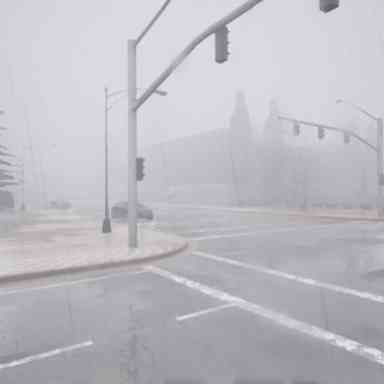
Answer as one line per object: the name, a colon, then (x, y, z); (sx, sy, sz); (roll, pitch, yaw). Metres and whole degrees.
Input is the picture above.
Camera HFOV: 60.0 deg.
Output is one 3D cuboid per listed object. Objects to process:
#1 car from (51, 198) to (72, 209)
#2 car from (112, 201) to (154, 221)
car: (-17.314, 1.476, 43.829); (1.812, 1.442, 4.674); (0, 0, -35)
car: (-4.726, 1.454, 26.144); (1.837, 1.490, 4.892); (0, 0, -36)
